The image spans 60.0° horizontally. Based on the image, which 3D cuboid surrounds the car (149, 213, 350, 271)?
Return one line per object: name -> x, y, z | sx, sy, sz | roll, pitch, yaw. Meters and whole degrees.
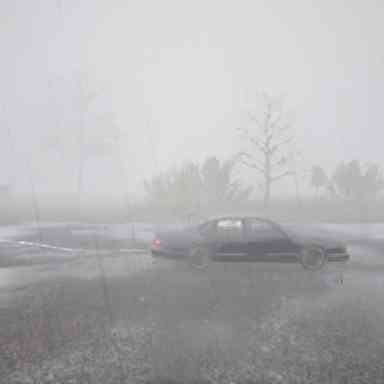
car -> 1.519, 1.337, 9.555 | 5.357, 1.411, 2.033 | 0, 1, 1
